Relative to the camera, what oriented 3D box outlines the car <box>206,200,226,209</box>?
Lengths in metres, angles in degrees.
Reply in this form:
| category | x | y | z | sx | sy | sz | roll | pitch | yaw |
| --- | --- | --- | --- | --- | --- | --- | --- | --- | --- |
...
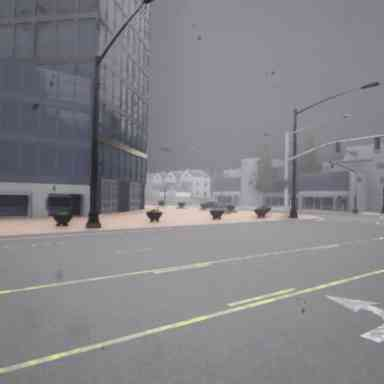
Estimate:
| category | x | y | z | sx | sy | sz | roll | pitch | yaw |
| --- | --- | --- | --- | --- | --- | --- | --- | --- | --- |
| car | 3.704 | 2.051 | 53.310 | 1.994 | 1.385 | 4.181 | 2 | -1 | -35 |
